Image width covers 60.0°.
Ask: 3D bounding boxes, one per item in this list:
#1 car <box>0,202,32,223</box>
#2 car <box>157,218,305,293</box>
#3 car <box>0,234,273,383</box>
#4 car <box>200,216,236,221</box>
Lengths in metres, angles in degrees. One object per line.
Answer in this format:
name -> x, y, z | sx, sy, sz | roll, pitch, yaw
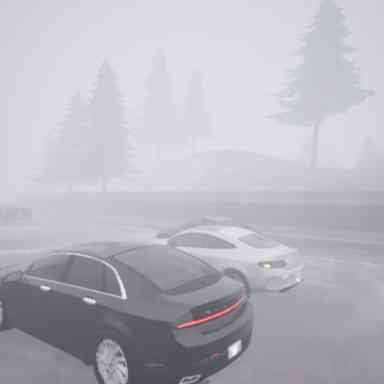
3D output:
car -> -14.418, 1.570, 26.610 | 1.882, 1.535, 5.008 | 0, 0, -43
car -> 0.352, 1.558, 8.246 | 4.674, 1.442, 1.812 | 0, 0, 38
car -> -1.446, 1.525, 5.218 | 4.892, 1.490, 1.837 | 0, 0, 37
car -> 0.564, 1.613, 12.549 | 4.181, 1.385, 1.994 | 0, 0, 38
